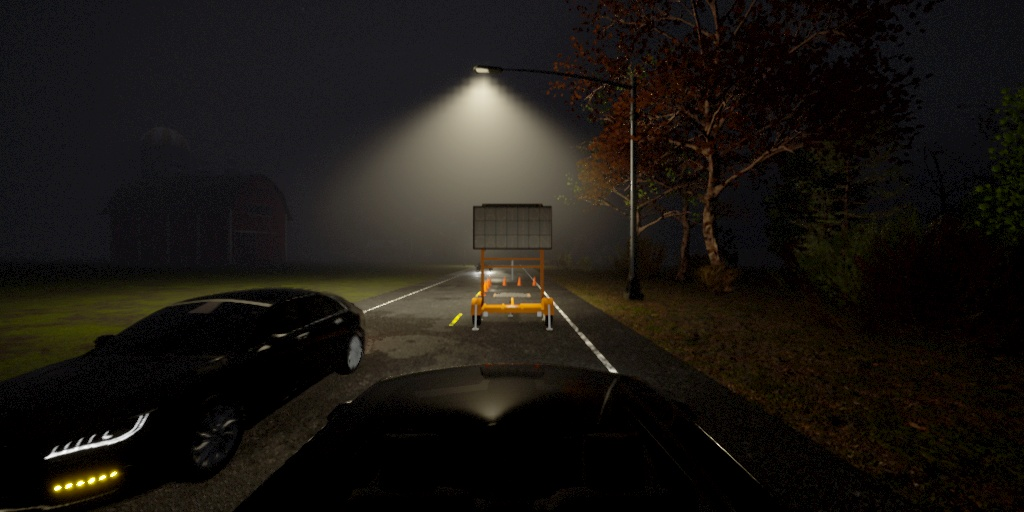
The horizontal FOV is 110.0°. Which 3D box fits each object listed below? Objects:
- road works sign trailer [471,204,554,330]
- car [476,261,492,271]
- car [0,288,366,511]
[{"bbox_3d":[0.012,0.204,11.053,2.380,3.560,2.880,0,0,0],"label":"road works sign trailer"},{"bbox_3d":[-3.608,1.295,46.606,1.895,1.301,4.718,0,0,0],"label":"car"},{"bbox_3d":[-3.599,1.252,4.746,1.837,1.490,4.892,0,0,0],"label":"car"}]
